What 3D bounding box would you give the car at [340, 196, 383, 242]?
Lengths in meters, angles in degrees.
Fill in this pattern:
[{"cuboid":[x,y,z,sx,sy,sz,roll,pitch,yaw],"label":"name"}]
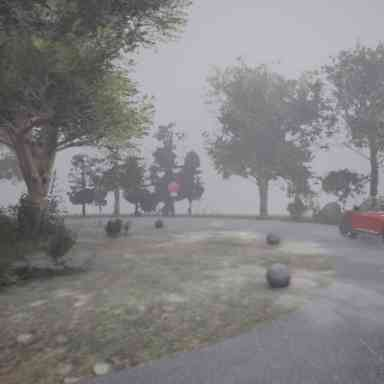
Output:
[{"cuboid":[8.568,1.201,14.334,2.150,2.045,5.566,1,0,-3],"label":"car"}]
